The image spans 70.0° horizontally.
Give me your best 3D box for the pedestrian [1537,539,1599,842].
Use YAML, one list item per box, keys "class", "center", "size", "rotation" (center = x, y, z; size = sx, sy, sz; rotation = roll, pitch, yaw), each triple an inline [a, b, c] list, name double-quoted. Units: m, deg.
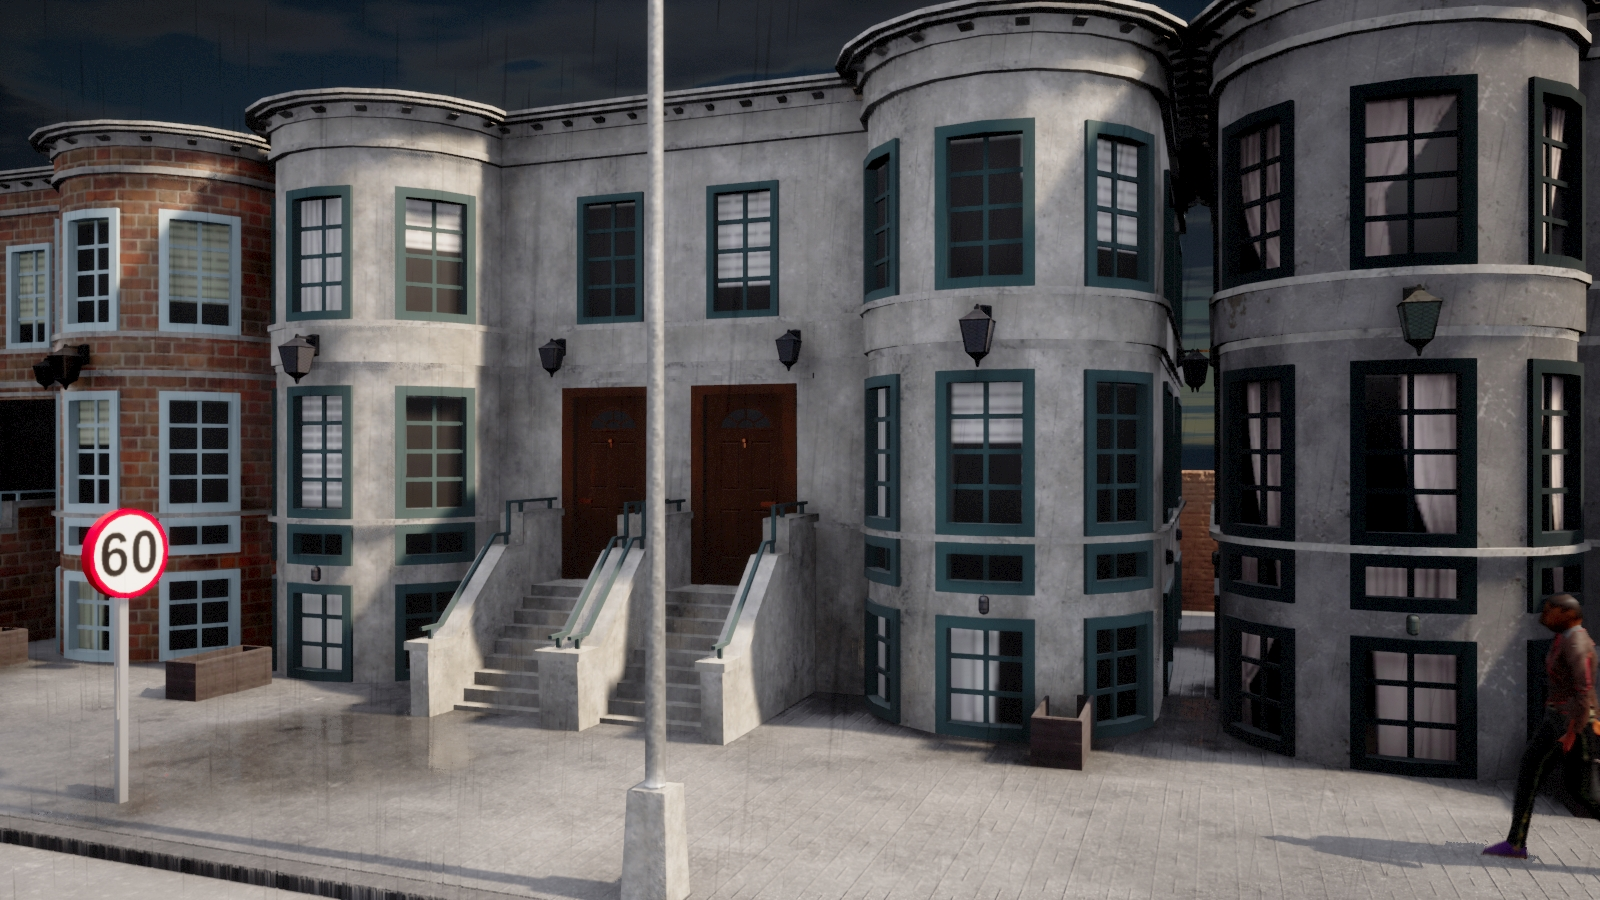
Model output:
- class: "pedestrian"
  center: [5.010, 1.524, 7.357]
  size: [0.375, 1.860, 0.375]
  rotation: [0, 0, 21]
